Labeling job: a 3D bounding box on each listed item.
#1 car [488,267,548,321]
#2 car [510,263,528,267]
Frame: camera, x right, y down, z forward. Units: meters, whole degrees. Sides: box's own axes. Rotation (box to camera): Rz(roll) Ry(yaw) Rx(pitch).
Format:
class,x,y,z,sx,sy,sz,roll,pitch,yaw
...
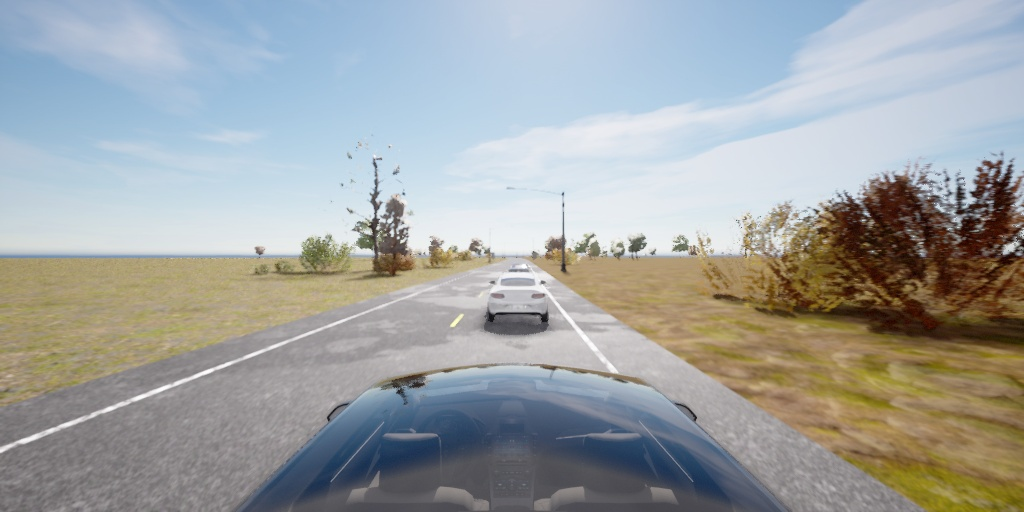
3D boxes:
class,x,y,z,sx,sy,sz,roll,pitch,yaw
car,0.199,1.272,12.337,1.812,1.442,4.674,0,0,1
car,0.581,1.287,30.504,2.033,1.411,5.357,0,0,2
